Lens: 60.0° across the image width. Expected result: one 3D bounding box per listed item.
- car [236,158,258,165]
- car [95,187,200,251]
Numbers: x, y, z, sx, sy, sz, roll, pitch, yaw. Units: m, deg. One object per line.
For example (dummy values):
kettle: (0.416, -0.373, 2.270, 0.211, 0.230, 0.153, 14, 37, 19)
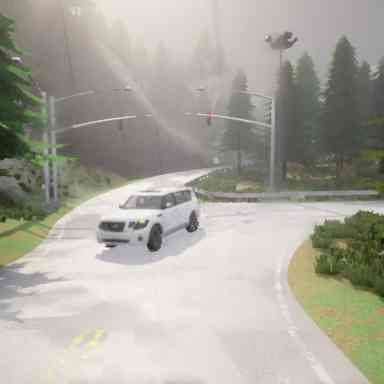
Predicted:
car: (9.726, -5.192, 57.863, 4.674, 1.442, 1.812, -9, 9, -36)
car: (-1.537, 0.930, 13.732, 2.150, 2.045, 5.566, -2, 4, 24)
